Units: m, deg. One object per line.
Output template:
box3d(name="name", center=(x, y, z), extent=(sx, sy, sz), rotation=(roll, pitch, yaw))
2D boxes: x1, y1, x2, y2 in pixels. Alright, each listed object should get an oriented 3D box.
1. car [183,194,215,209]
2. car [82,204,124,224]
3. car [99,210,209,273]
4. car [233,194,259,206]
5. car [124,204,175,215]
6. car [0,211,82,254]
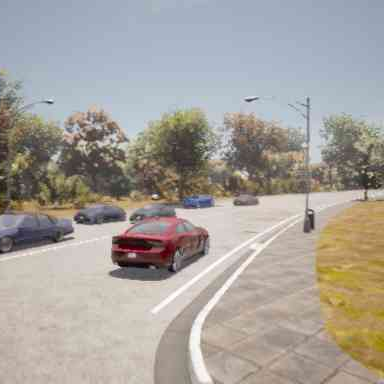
box3d(name="car", center=(0.835, 1.074, 38.996), extent=(1.882, 1.535, 5.008), rotation=(0, 2, 32))
box3d(name="car", center=(-6.787, 1.568, 24.801), extent=(1.994, 1.385, 4.181), rotation=(1, 1, 26))
box3d(name="car", center=(-0.843, 1.614, 11.476), extent=(1.882, 1.535, 5.008), rotation=(0, 0, 19))
box3d(name="car", center=(6.747, 0.987, 41.623), extent=(1.994, 1.385, 4.181), rotation=(0, 2, 35))
box3d(name="car", center=(-2.847, 1.573, 24.990), extent=(1.994, 1.385, 4.181), rotation=(1, 1, 25))
box3d(name="car", center=(-7.357, 1.610, 14.350), extent=(2.033, 1.411, 5.357), rotation=(1, 0, 17))
